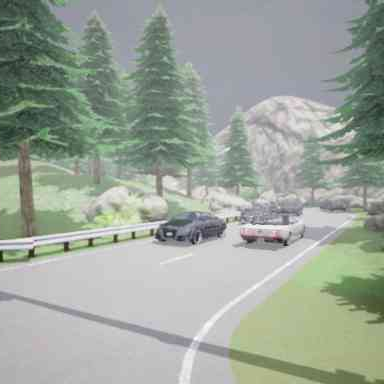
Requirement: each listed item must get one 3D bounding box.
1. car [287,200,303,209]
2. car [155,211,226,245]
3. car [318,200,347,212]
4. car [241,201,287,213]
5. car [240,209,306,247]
[{"bbox_3d":[10.080,1.623,33.512,1.837,1.490,4.892,0,0,24],"label":"car"},{"bbox_3d":[0.044,1.631,16.026,1.994,1.385,4.181,0,0,31],"label":"car"},{"bbox_3d":[17.634,1.706,41.969,2.033,1.411,5.357,0,0,3],"label":"car"},{"bbox_3d":[5.105,1.584,24.587,2.128,1.511,4.902,0,0,31],"label":"car"},{"bbox_3d":[3.970,1.687,15.582,1.895,1.301,4.718,0,0,31],"label":"car"}]
